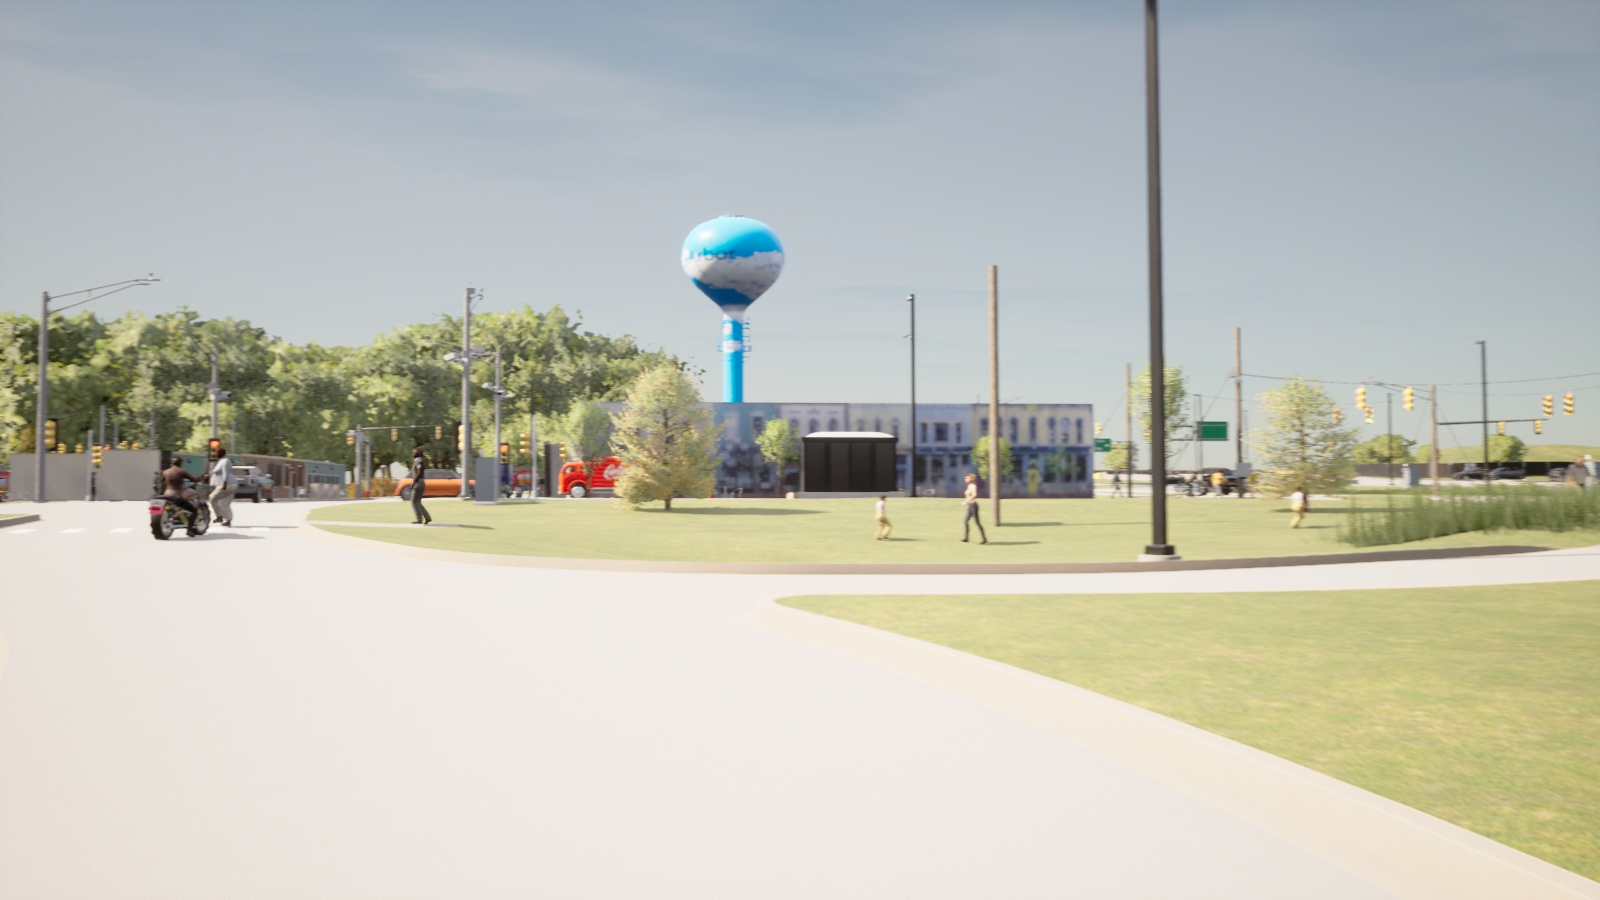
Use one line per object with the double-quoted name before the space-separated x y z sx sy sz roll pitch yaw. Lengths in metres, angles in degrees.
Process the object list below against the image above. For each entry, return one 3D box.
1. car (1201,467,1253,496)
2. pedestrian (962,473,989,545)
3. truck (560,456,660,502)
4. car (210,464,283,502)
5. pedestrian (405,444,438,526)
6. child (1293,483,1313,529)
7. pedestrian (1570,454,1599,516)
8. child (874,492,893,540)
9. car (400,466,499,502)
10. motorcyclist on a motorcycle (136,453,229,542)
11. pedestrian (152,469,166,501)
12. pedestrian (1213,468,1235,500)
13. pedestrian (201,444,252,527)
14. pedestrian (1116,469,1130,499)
"car" 28.360 2.119 83.529 1.905 1.878 3.866 0 -2 -5
"pedestrian" 4.535 1.510 32.390 0.594 1.836 0.345 0 -3 -12
"truck" -10.402 1.603 69.242 5.204 2.467 2.627 0 -2 -3
"car" -22.465 1.347 51.081 1.970 1.475 3.806 0 -2 -12
"pedestrian" -8.914 0.824 29.580 0.666 1.930 0.402 0 -2 -8
"child" 13.995 1.554 34.934 0.437 1.263 0.270 0 -2 -2
"pedestrian" 23.466 1.049 37.440 0.540 1.848 0.694 0 -2 0
"child" 2.215 1.743 33.333 0.437 1.263 0.270 1 -3 -18
"car" -17.913 1.755 64.424 4.553 1.767 2.097 0 -3 -5
"motorcyclist on a motorcycle" -12.111 0.917 24.716 0.766 1.649 2.350 1 -1 -4
"pedestrian" -37.466 2.036 73.425 0.353 1.847 0.614 -2 -3 43
"pedestrian" 24.382 1.963 72.256 0.874 1.855 0.900 0 -3 -10
"pedestrian" -13.110 0.816 28.733 0.900 1.855 0.874 1 -3 -16
"pedestrian" 20.046 2.129 78.021 0.726 1.835 0.370 0 -3 -12
